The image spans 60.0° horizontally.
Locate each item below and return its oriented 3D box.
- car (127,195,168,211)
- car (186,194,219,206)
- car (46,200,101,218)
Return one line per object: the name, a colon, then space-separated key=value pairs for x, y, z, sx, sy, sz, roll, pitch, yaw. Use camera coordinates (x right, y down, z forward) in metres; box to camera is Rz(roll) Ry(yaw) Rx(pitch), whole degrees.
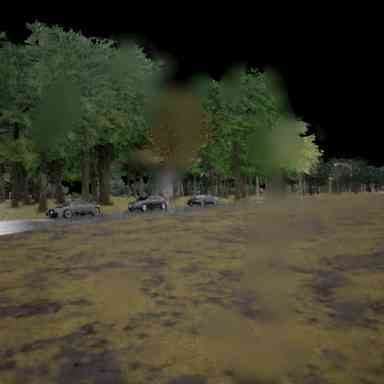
car: x=-4.480 y=1.133 z=33.831 sx=1.837 sy=1.490 sz=4.892 roll=-3 pitch=-1 yaw=35
car: x=1.464 y=1.018 z=42.227 sx=2.033 sy=1.411 sz=5.357 roll=-3 pitch=-1 yaw=35
car: x=-9.466 y=1.330 z=26.745 sx=1.994 sy=1.385 sz=4.181 roll=-3 pitch=-1 yaw=36
